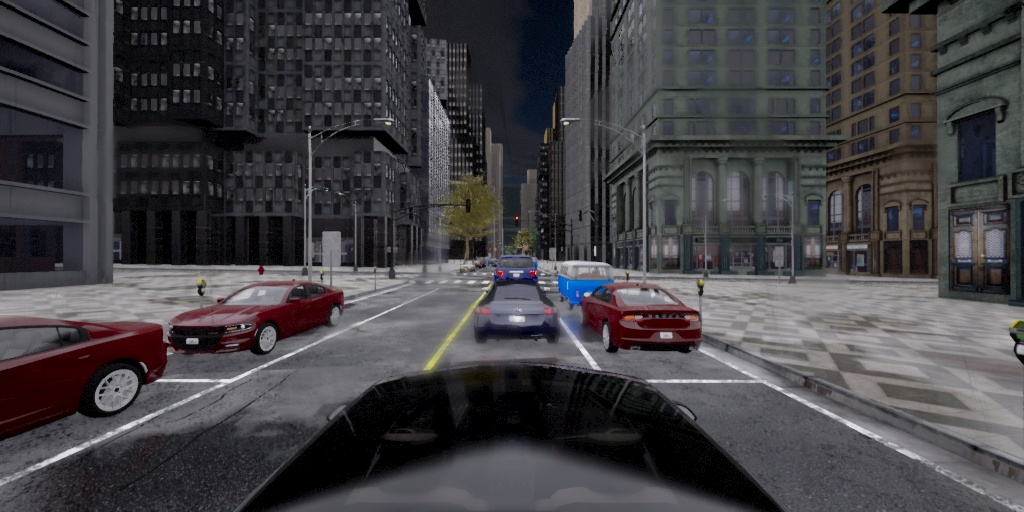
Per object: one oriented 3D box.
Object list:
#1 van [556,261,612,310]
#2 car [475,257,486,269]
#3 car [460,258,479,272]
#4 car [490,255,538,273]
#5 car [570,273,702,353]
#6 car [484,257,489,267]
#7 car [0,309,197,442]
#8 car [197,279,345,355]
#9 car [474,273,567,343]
[{"bbox_3d":[2.790,1.093,14.219,1.690,1.789,3.998,0,0,0],"label":"van"},{"bbox_3d":[-5.702,1.325,57.394,1.888,1.381,4.507,0,0,0],"label":"car"},{"bbox_3d":[-5.720,1.296,46.644,1.751,1.417,4.829,0,0,0],"label":"car"},{"bbox_3d":[0.139,0.975,19.066,2.150,2.045,5.566,0,0,-1],"label":"car"},{"bbox_3d":[2.784,1.296,8.694,1.888,1.381,4.507,0,0,0],"label":"car"},{"bbox_3d":[-5.697,1.101,62.683,2.192,1.841,5.009,0,0,0],"label":"car"},{"bbox_3d":[-5.776,1.295,3.196,1.888,1.381,4.507,0,0,0],"label":"car"},{"bbox_3d":[-5.772,1.296,8.721,1.888,1.381,4.507,0,0,0],"label":"car"},{"bbox_3d":[0.110,1.315,9.653,1.994,1.385,4.181,0,0,0],"label":"car"}]
